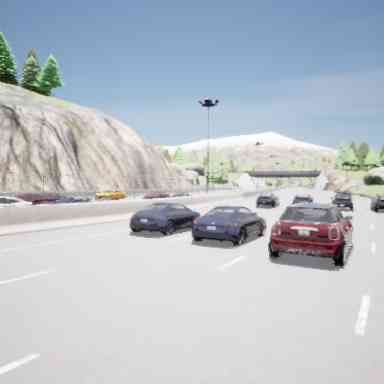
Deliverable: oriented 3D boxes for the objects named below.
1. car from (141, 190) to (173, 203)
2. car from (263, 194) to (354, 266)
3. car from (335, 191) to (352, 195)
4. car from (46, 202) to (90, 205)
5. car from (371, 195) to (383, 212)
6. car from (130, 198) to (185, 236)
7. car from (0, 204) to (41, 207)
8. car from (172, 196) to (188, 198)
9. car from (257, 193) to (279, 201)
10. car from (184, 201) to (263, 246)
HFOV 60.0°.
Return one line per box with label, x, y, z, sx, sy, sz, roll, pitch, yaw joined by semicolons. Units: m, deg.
car;-4.286;0.572;41.509;1.812;1.442;4.674;1;1;23
car;4.201;1.143;11.243;2.097;1.767;4.553;1;2;29
car;14.450;0.942;31.976;2.128;1.511;4.902;1;2;23
car;-8.884;0.952;24.134;1.895;1.301;4.718;1;1;28
car;17.647;1.011;30.557;2.128;1.511;4.902;1;2;23
car;-1.098;1.183;16.125;1.994;1.385;4.181;1;1;29
car;-11.443;0.961;19.188;1.812;1.442;4.674;1;1;30
car;-1.062;0.689;40.150;1.994;1.385;4.181;1;1;23
car;8.028;0.805;34.766;2.128;1.511;4.902;1;2;23
car;1.690;1.264;13.946;1.994;1.385;4.181;1;1;29
